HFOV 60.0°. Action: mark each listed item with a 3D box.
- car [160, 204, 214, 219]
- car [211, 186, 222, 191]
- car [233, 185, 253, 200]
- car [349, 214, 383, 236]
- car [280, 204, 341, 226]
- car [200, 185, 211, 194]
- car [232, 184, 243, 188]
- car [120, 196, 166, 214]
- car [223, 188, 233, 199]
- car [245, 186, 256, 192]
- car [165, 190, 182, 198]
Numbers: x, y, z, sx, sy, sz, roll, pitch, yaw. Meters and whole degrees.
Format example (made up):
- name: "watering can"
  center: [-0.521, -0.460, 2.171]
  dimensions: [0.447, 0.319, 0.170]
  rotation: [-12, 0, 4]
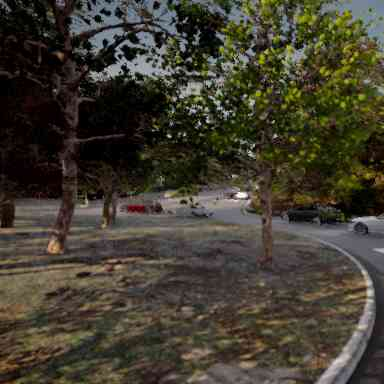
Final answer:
- name: "car"
  center: [-0.343, 1.760, 31.083]
  dimensions: [4.718, 1.301, 1.895]
  rotation: [0, 0, 39]
- name: "car"
  center: [6.204, -1.025, 94.262]
  dimensions: [2.163, 1.488, 4.792]
  rotation: [0, 3, 21]
- name: "car"
  center: [9.868, 0.322, 61.977]
  dimensions: [2.150, 2.045, 5.566]
  rotation: [0, 3, 20]
- name: "car"
  center: [10.876, 1.667, 17.644]
  dimensions: [4.674, 1.442, 1.812]
  rotation: [0, 0, 41]
- name: "car"
  center: [8.888, 1.676, 25.168]
  dimensions: [1.837, 1.490, 4.892]
  rotation: [0, 0, -31]
- name: "car"
  center: [2.227, -0.716, 83.957]
  dimensions: [2.435, 2.045, 5.566]
  rotation: [0, 3, 21]
- name: "car"
  center: [11.037, -0.203, 74.369]
  dimensions: [2.097, 1.767, 4.553]
  rotation: [0, 3, 21]
- name: "car"
  center: [-5.706, 1.517, 36.994]
  dimensions: [4.553, 1.767, 2.097]
  rotation: [0, 0, 17]
- name: "car"
  center: [7.460, 0.511, 64.648]
  dimensions: [1.837, 1.490, 4.892]
  rotation: [0, 3, 20]
- name: "car"
  center: [14.714, -0.705, 83.756]
  dimensions: [1.994, 1.385, 4.181]
  rotation: [0, 3, 21]
- name: "car"
  center: [-3.850, 0.434, 68.274]
  dimensions: [1.946, 1.575, 5.366]
  rotation: [0, 3, 21]
